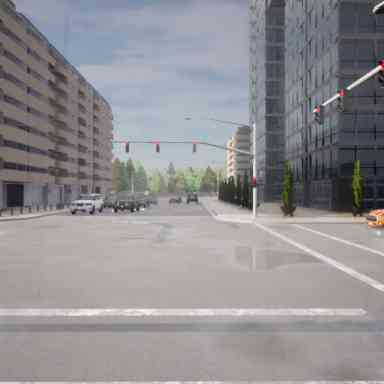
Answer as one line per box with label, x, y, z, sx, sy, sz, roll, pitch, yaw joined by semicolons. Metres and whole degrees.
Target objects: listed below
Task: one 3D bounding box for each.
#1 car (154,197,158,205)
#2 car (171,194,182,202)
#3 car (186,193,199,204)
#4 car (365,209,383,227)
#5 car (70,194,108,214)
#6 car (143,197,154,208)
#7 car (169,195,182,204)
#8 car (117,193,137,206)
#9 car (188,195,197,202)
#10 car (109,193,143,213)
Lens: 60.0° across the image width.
car;-7.171;1.564;58.419;1.994;1.385;4.181;0;0;1
car;-3.389;1.355;74.301;2.097;1.767;4.553;0;0;1
car;0.080;1.221;63.864;2.150;2.045;5.566;0;0;1
car;13.585;1.407;21.136;4.553;1.767;2.097;0;0;0
car;-10.918;1.221;34.981;2.150;2.045;5.566;0;0;-1
car;-7.311;1.547;48.399;2.033;1.411;5.357;0;0;1
car;-3.414;1.526;64.283;1.812;1.442;4.674;0;0;1
car;-10.721;1.222;55.027;2.150;2.045;5.566;0;0;1
car;0.119;1.500;74.577;1.837;1.490;4.892;0;0;1
car;-7.408;1.221;38.155;2.150;2.045;5.566;0;0;1
